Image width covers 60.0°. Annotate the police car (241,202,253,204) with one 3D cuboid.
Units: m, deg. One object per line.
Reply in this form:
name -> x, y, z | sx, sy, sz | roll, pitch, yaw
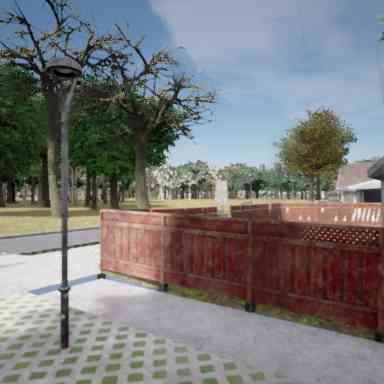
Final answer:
police car -> 6.572, 2.035, 40.642 | 2.038, 1.542, 4.974 | -2, -2, 34
